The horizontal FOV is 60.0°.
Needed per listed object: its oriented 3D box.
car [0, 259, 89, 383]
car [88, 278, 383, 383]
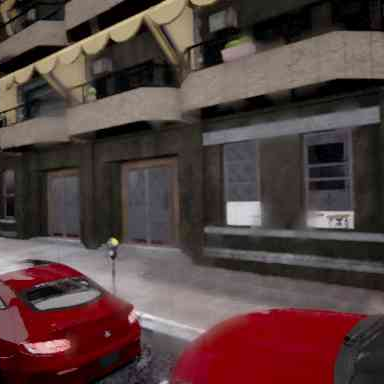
[{"bbox_3d":[-2.557,1.636,4.714,4.206,1.307,1.802,-1,-1,36],"label":"car"},{"bbox_3d":[2.072,1.304,1.417,5.009,1.841,2.192,-1,-1,36],"label":"car"}]
